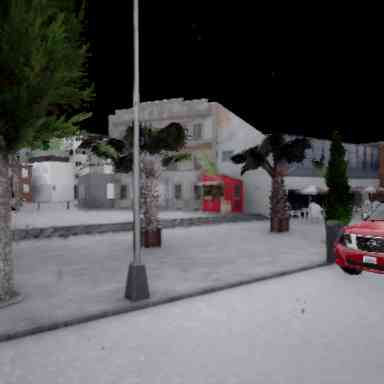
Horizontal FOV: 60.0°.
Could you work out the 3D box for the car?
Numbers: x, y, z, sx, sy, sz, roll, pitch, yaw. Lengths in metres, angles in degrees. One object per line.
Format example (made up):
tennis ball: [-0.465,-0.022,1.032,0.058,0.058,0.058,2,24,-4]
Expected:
car: [6.222,1.145,9.047,5.566,2.045,2.150,0,0,-36]
